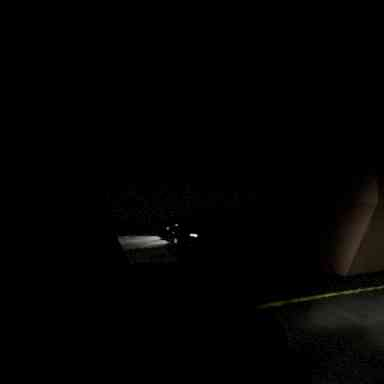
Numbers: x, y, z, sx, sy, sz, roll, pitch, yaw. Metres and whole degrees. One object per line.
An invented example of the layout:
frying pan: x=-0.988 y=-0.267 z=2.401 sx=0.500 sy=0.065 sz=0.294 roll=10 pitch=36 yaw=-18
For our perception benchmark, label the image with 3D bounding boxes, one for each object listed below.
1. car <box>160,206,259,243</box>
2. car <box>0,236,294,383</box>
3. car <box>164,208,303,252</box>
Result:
car: x=0.794 y=1.446 z=15.579 sx=4.181 sy=1.385 sz=1.994 roll=0 pitch=0 yaw=-21
car: x=-1.232 y=1.459 z=2.700 sx=4.902 sy=1.511 sz=2.128 roll=0 pitch=0 yaw=-34
car: x=1.740 y=1.406 z=12.226 sx=4.902 sy=1.511 sz=2.128 roll=0 pitch=0 yaw=-21
